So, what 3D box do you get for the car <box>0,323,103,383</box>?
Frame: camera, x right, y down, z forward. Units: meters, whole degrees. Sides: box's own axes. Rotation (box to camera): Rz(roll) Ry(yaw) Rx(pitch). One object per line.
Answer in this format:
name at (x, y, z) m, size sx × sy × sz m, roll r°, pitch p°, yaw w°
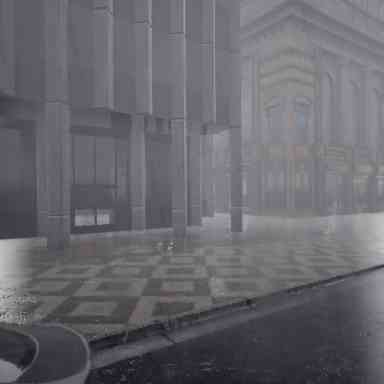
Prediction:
car at (-2.702, 1.526, 1.474) m, size 4.674 × 1.442 × 1.812 m, roll 0°, pitch 0°, yaw -35°
